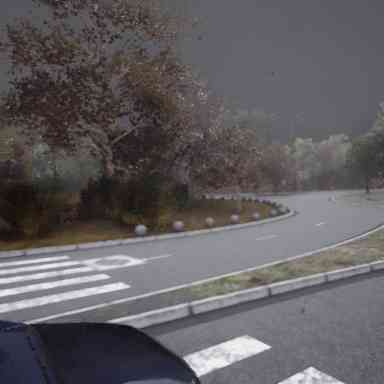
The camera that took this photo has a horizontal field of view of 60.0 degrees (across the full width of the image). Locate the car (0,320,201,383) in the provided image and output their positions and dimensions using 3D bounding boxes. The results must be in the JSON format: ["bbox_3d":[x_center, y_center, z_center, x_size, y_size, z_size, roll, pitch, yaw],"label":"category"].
[{"bbox_3d":[-1.843,1.562,2.052,4.181,1.385,1.994,0,0,-35],"label":"car"}]
